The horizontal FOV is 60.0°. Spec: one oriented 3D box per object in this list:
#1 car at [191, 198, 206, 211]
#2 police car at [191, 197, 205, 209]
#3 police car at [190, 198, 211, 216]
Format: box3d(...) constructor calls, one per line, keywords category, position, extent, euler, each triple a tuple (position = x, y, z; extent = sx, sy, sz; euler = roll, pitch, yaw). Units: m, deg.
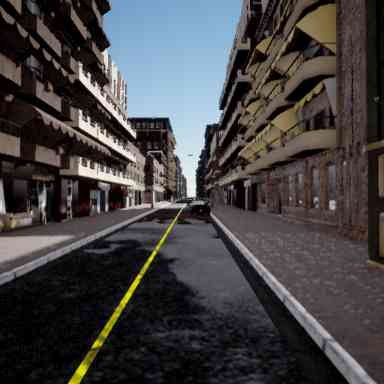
box3d(category="car", position=(0.824, 1.621, 43.679), extent=(1.801, 1.575, 5.366), euler=(0, 0, 0))
box3d(category="police car", position=(0.825, 1.643, 49.599), extent=(1.930, 1.638, 5.238), euler=(0, 0, 0))
box3d(category="police car", position=(0.825, 1.522, 33.596), extent=(1.930, 1.638, 5.238), euler=(0, 0, 0))
